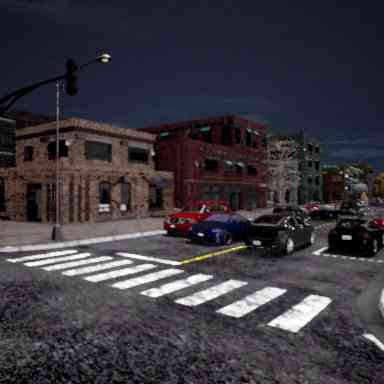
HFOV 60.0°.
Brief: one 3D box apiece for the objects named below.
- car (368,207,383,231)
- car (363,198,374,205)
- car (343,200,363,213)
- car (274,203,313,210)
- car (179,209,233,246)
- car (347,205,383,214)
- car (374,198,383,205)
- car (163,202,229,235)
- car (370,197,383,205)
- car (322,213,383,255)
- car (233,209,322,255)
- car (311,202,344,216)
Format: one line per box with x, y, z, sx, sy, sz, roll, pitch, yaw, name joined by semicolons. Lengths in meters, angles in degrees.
13.892;1.887;23.666;1.752;1.417;4.829;0;-1;36;car
33.275;2.266;64.278;2.008;1.369;4.403;0;-1;36;car
19.036;1.980;40.388;1.837;1.490;4.892;1;0;37;car
6.720;1.785;23.670;1.837;1.490;4.892;1;0;36;car
1.567;1.763;16.654;1.994;1.385;4.181;1;0;36;car
10.512;1.748;19.055;1.967;1.590;4.097;0;-1;36;car
46.396;2.361;82.177;1.967;1.590;4.097;0;-1;36;car
0.473;1.512;19.535;2.192;1.841;5.009;0;-1;36;car
39.836;2.133;73.229;2.192;1.841;5.009;0;-1;36;car
7.231;1.822;14.580;1.947;1.339;4.313;0;-1;36;car
3.950;1.726;14.690;1.837;1.490;4.892;-1;-1;37;car
12.822;1.978;31.984;1.895;1.301;4.718;1;0;36;car
